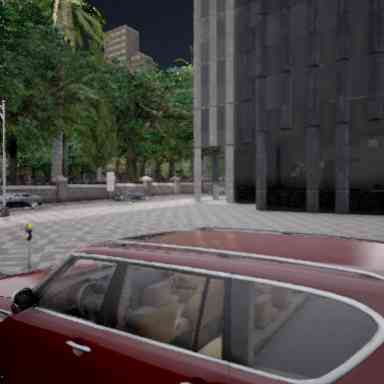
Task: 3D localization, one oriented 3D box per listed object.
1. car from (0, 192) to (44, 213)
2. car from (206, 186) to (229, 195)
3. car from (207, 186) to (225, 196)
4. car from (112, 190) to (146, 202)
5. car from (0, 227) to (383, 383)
[{"bbox_3d":[-14.927,0.815,27.796,2.128,1.511,4.902,0,2,34],"label":"car"},{"bbox_3d":[4.258,-0.236,55.877,1.994,1.385,4.181,0,2,34],"label":"car"},{"bbox_3d":[4.445,-0.102,50.718,2.033,1.411,5.357,0,2,35],"label":"car"},{"bbox_3d":[-7.387,0.447,38.898,1.994,1.385,4.181,0,2,34],"label":"car"},{"bbox_3d":[-0.190,1.276,3.091,5.009,1.841,2.192,0,1,34],"label":"car"}]
